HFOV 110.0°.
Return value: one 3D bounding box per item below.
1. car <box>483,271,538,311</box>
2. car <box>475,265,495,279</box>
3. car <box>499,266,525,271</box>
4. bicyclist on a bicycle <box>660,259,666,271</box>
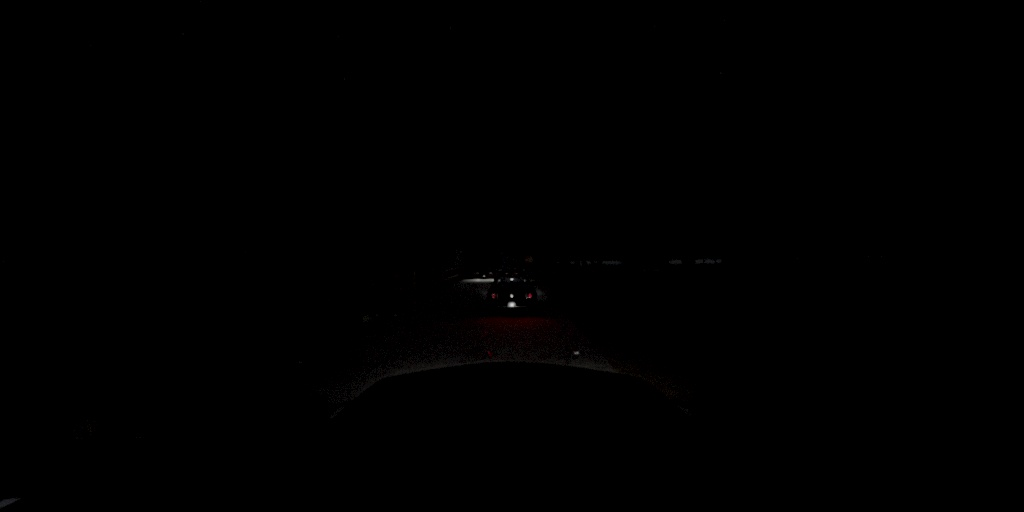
[{"bbox_3d":[0.011,1.484,15.130,1.895,1.301,4.718,0,-1,0],"label":"car"},{"bbox_3d":[-2.773,1.643,38.418,2.033,1.411,5.357,0,-1,0],"label":"car"},{"bbox_3d":[0.009,1.532,30.369,1.837,1.490,4.892,0,0,0],"label":"car"},{"bbox_3d":[19.878,1.169,47.302,0.582,1.620,1.656,-1,-1,0],"label":"bicyclist on a bicycle"}]
